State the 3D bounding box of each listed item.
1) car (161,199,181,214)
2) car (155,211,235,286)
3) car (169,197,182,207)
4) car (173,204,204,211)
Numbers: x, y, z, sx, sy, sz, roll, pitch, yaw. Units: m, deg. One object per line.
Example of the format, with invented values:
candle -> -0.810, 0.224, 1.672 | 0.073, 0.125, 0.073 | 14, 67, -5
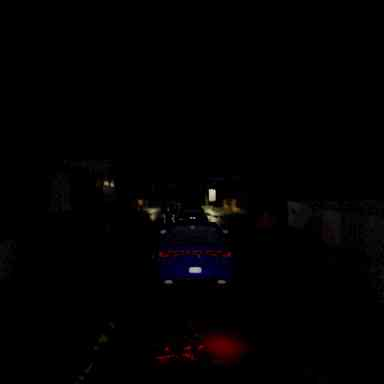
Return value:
car -> -2.890, 1.972, 43.169 | 2.128, 1.511, 4.902 | 0, -1, 0
car -> 0.075, 1.563, 9.723 | 1.882, 1.535, 5.008 | 0, 0, 0
car -> -3.658, 2.237, 72.994 | 2.150, 2.045, 5.566 | 0, -1, -9
car -> 0.027, 1.702, 20.607 | 1.837, 1.490, 4.892 | 0, -1, 0
